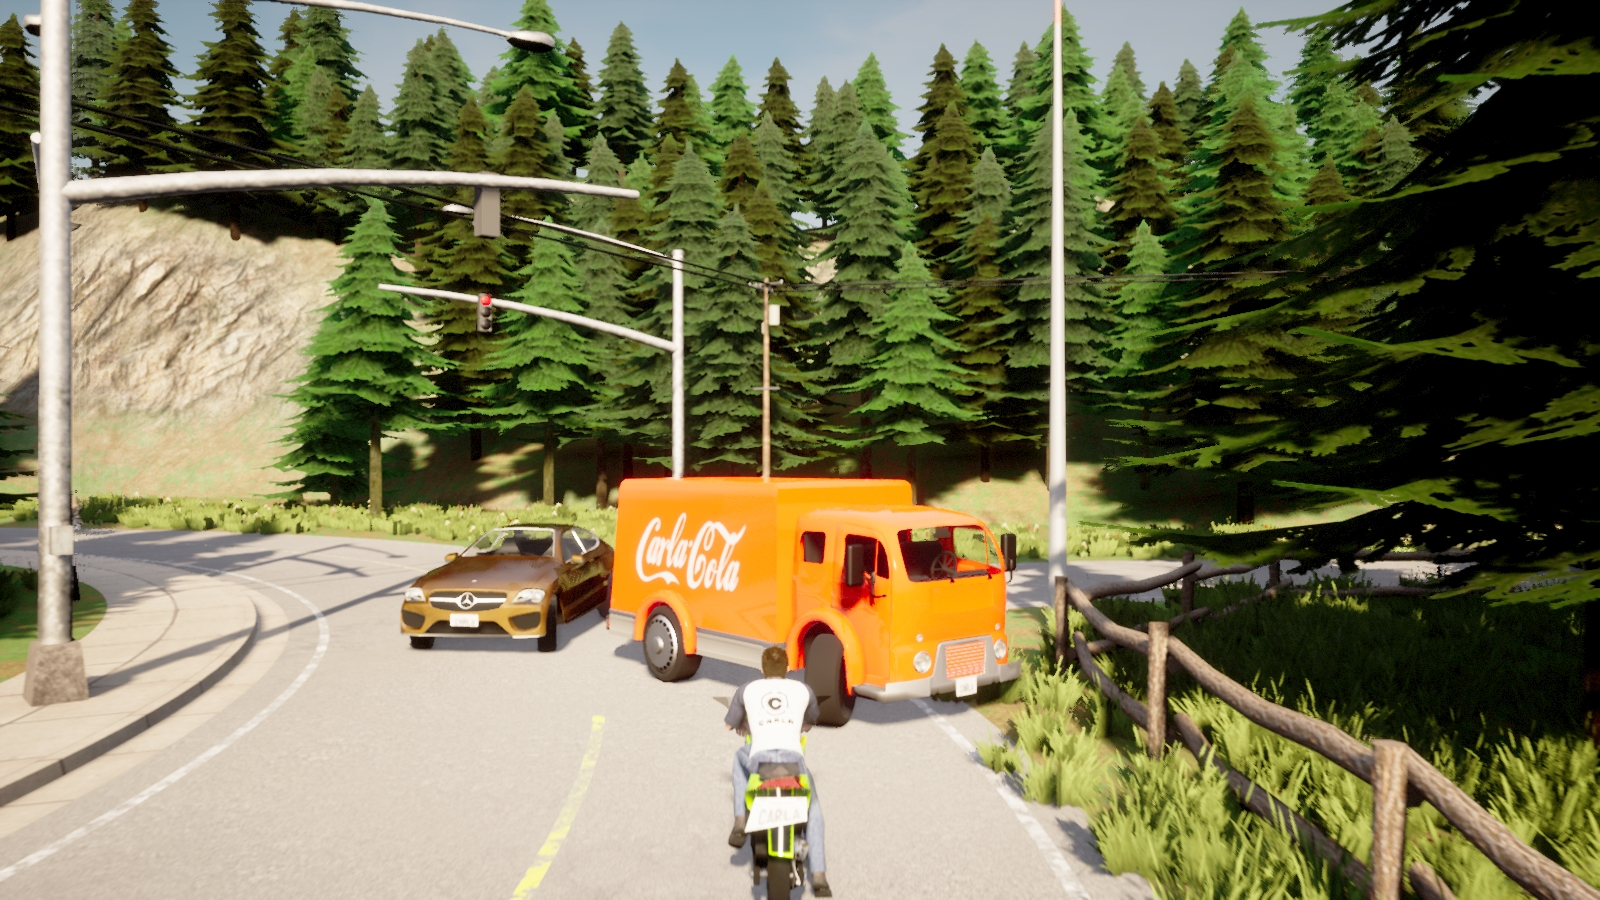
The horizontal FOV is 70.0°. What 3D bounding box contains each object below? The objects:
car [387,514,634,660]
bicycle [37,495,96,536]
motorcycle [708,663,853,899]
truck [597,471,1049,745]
[{"bbox_3d":[-4.254,1.970,17.811,2.152,1.651,5.027,0,0,6],"label":"car"},{"bbox_3d":[-23.913,2.130,37.254,1.487,1.276,0.859,0,0,15],"label":"bicycle"},{"bbox_3d":[-0.162,2.159,7.348,0.803,1.199,2.033,0,0,-3],"label":"motorcycle"},{"bbox_3d":[0.038,1.541,13.594,2.627,2.467,5.204,0,0,-39],"label":"truck"}]
